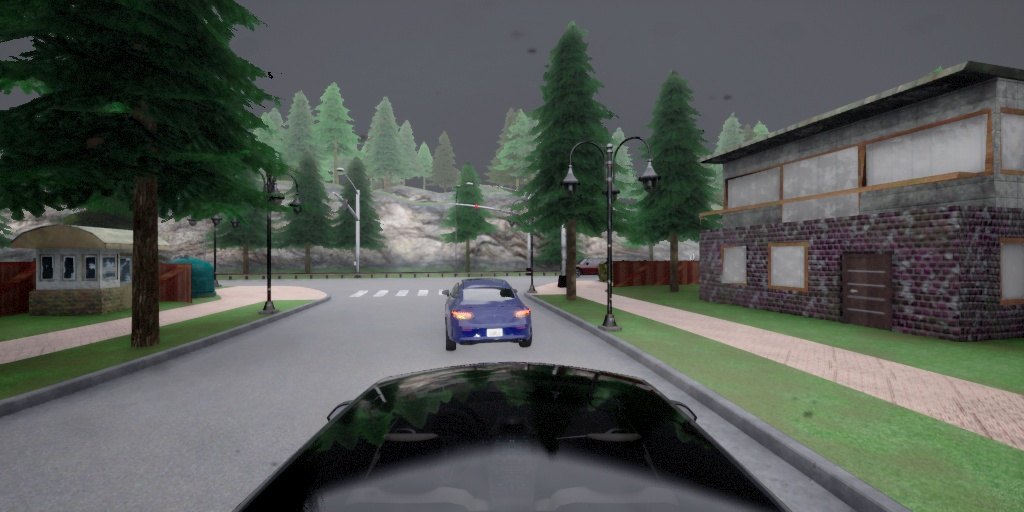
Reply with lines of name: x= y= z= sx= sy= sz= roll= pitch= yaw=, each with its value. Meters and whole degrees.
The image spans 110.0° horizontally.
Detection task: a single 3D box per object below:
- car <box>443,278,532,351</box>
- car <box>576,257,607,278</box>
car: x=-0.748 y=1.276 z=9.001 sx=1.812 sy=1.442 sz=4.674 roll=0 pitch=0 yaw=-11
car: x=6.635 y=0.945 z=31.479 sx=4.553 sy=1.767 sz=2.097 roll=0 pitch=0 yaw=-12
